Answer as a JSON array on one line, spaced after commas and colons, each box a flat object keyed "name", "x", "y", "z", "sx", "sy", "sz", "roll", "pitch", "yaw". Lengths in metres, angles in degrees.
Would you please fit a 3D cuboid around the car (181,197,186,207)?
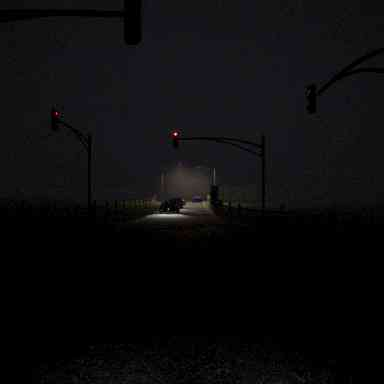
[{"name": "car", "x": -2.214, "y": 1.536, "z": 45.977, "sx": 1.812, "sy": 1.442, "sz": 4.674, "roll": 0, "pitch": 0, "yaw": 1}]

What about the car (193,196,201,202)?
[{"name": "car", "x": 1.124, "y": 1.617, "z": 75.917, "sx": 1.895, "sy": 1.301, "sz": 4.718, "roll": 0, "pitch": 0, "yaw": 1}]

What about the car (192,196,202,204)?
[{"name": "car", "x": 1.059, "y": 1.495, "z": 65.883, "sx": 1.882, "sy": 1.535, "sz": 5.008, "roll": 0, "pitch": 0, "yaw": 1}]

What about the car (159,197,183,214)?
[{"name": "car", "x": -2.370, "y": 1.571, "z": 35.961, "sx": 1.994, "sy": 1.385, "sz": 4.181, "roll": 0, "pitch": 0, "yaw": 1}]

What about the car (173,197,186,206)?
[{"name": "car", "x": -2.039, "y": 1.540, "z": 56.128, "sx": 1.812, "sy": 1.442, "sz": 4.674, "roll": 0, "pitch": 0, "yaw": 1}]
